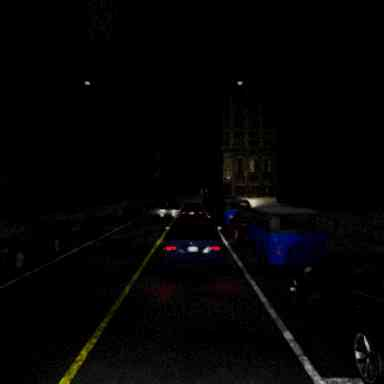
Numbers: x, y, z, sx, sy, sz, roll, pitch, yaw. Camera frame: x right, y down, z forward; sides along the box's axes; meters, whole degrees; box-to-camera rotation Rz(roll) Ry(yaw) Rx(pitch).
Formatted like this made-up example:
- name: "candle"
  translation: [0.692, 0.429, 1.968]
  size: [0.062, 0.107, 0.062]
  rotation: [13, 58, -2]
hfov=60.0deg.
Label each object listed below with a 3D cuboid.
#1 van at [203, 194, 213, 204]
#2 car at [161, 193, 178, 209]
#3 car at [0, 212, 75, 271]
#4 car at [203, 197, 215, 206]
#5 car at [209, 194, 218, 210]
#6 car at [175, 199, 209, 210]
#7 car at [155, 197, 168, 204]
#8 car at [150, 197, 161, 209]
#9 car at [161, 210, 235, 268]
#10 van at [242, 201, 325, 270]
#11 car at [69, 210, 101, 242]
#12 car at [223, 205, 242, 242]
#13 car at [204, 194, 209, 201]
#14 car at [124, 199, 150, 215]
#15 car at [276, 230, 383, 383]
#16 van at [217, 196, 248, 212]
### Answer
- name: "van"
  translation: [2.857, 1.322, 61.574]
  size: [1.690, 1.788, 3.998]
  rotation: [0, 0, 0]
- name: "car"
  translation: [-3.095, 1.220, 44.938]
  size: [2.150, 2.045, 5.566]
  rotation: [0, 0, 0]
- name: "car"
  translation: [-5.672, 1.552, 10.733]
  size: [2.008, 1.369, 4.403]
  rotation: [0, 0, 0]
- name: "car"
  translation: [2.858, 1.570, 55.926]
  size: [1.802, 1.307, 4.206]
  rotation: [0, 0, 0]
- name: "car"
  translation: [2.853, 1.319, 27.681]
  size: [2.192, 1.841, 5.009]
  rotation: [0, 0, 0]
- name: "car"
  translation: [0.048, 1.552, 26.242]
  size: [2.033, 1.411, 5.357]
  rotation: [0, 0, 1]
- name: "car"
  translation: [-5.667, 1.546, 61.574]
  size: [1.947, 1.339, 4.313]
  rotation: [0, 0, 0]
- name: "car"
  translation: [-5.669, 1.580, 44.627]
  size: [1.802, 1.307, 4.206]
  rotation: [0, 0, 0]
- name: "car"
  translation: [0.046, 1.549, 11.249]
  size: [2.033, 1.411, 5.357]
  rotation: [0, 0, 1]
- name: "van"
  translation: [2.851, 1.343, 10.736]
  size: [1.690, 1.788, 3.998]
  rotation: [0, 0, 0]
- name: "car"
  translation: [-5.672, 1.584, 16.381]
  size: [1.802, 1.307, 4.206]
  rotation: [0, 0, 0]
- name: "car"
  translation: [2.853, 1.547, 16.384]
  size: [1.887, 1.381, 4.507]
  rotation: [0, 0, 0]
- name: "car"
  translation: [2.854, 1.317, 38.979]
  size: [2.192, 1.841, 5.009]
  rotation: [0, 0, 0]
- name: "car"
  translation: [-5.670, 1.548, 33.329]
  size: [1.887, 1.381, 4.507]
  rotation: [0, 0, 0]
- name: "car"
  translation: [2.853, 1.567, 5.087]
  size: [1.947, 1.339, 4.313]
  rotation: [0, 0, 0]
- name: "van"
  translation: [2.852, 1.345, 22.032]
  size: [1.690, 1.788, 3.998]
  rotation: [0, 0, 0]
